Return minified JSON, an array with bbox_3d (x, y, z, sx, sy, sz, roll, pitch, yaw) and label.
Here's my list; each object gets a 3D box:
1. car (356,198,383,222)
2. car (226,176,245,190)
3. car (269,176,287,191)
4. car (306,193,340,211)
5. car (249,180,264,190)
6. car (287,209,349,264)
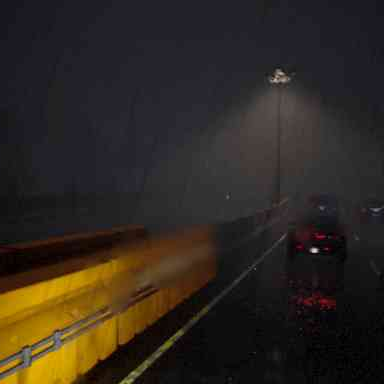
[{"bbox_3d":[13.715,1.225,25.223,2.097,1.767,4.553,1,3,23],"label":"car"},{"bbox_3d":[7.453,-1.500,56.303,2.150,2.045,5.566,1,7,23],"label":"car"},{"bbox_3d":[13.920,-1.408,53.637,2.150,2.045,5.566,1,7,23],"label":"car"},{"bbox_3d":[10.027,1.104,25.485,2.150,2.045,5.566,1,3,23],"label":"car"},{"bbox_3d":[10.710,-1.204,55.040,1.882,1.535,5.008,1,7,23],"label":"car"},{"bbox_3d":[4.718,1.609,12.510,1.837,1.490,4.892,1,-1,23],"label":"car"}]
